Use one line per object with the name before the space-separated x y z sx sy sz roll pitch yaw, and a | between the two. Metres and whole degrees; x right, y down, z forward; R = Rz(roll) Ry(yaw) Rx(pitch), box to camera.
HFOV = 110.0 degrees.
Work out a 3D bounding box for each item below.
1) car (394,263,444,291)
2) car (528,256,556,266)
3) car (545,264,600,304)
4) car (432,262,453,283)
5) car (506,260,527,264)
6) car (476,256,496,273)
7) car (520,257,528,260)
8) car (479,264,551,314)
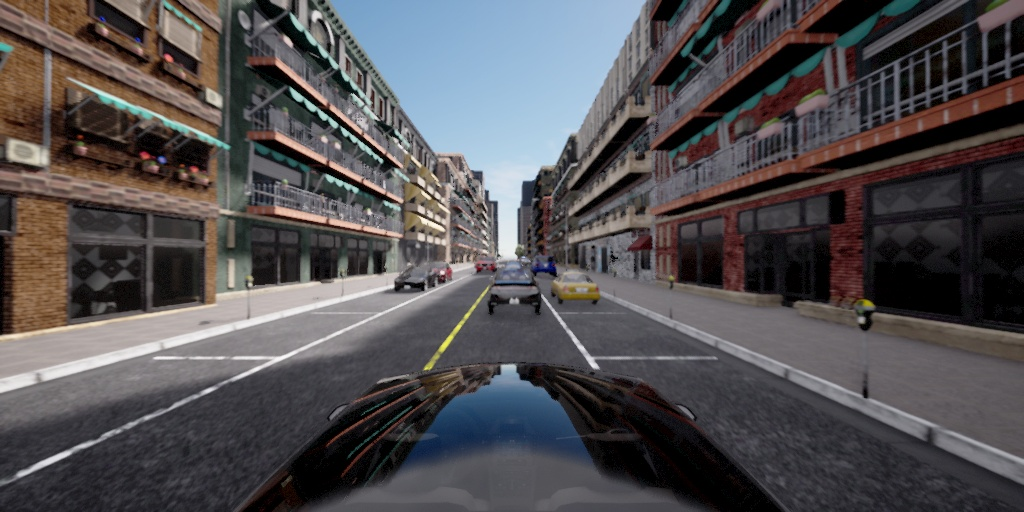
car | -5.686 1.312 21.644 1.948 1.339 4.313 0 0 0
car | 3.113 0.980 35.710 2.150 2.045 5.566 0 0 0
car | 2.693 1.271 16.146 1.751 1.417 4.829 0 0 0
car | -5.685 1.187 27.305 1.967 1.591 4.097 0 0 0
car | 0.095 1.274 30.048 1.812 1.442 4.674 0 0 0
car | -3.085 0.980 43.312 2.150 2.045 5.566 0 0 0
car | 2.702 1.330 61.291 2.007 1.370 4.403 0 0 0
car | 0.089 1.238 13.839 2.128 1.511 4.902 0 0 0
